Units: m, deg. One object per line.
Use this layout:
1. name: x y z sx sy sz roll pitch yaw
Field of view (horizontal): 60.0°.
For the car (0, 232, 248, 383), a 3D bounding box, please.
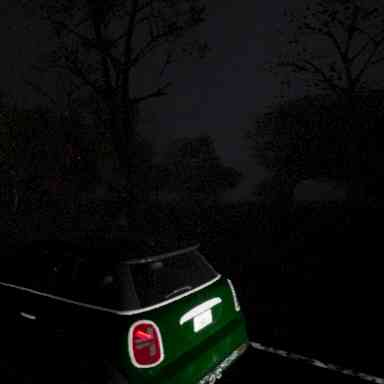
1. car: -1.615 1.372 4.690 4.553 1.767 2.097 -1 1 36
